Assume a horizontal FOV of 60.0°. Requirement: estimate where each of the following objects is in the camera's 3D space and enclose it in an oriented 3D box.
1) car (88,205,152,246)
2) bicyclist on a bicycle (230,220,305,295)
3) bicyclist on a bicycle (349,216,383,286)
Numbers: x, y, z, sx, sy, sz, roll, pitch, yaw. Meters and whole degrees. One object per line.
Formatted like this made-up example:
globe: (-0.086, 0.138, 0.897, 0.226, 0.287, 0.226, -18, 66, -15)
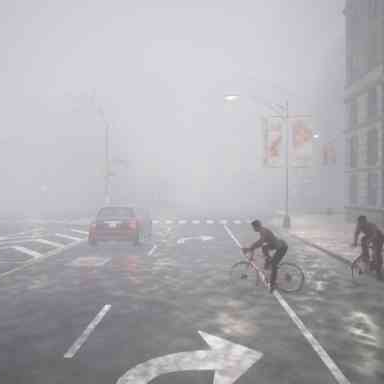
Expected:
car: (-3.121, 1.352, 15.368, 2.097, 1.767, 4.553, 0, 0, 1)
bicyclist on a bicycle: (1.638, 1.451, 7.442, 1.656, 1.620, 0.582, -2, -1, 17)
bicyclist on a bicycle: (4.323, 1.370, 8.136, 1.656, 1.620, 0.582, -9, 3, -34)
